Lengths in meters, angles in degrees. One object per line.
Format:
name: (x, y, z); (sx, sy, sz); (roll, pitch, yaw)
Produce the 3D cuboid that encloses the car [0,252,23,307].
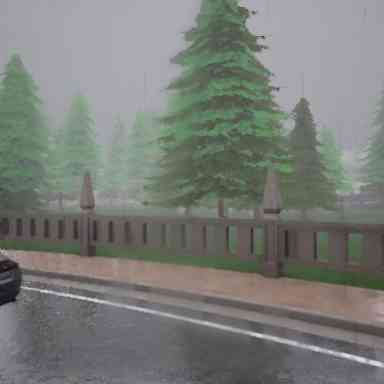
car: (-5.515, 1.557, 6.466); (4.892, 1.490, 1.837); (0, -1, 25)
